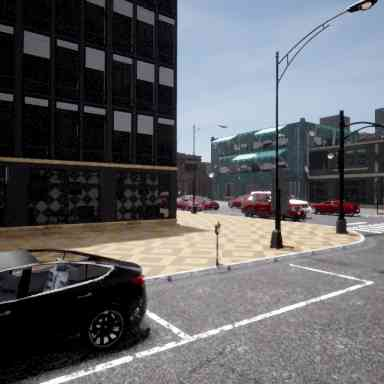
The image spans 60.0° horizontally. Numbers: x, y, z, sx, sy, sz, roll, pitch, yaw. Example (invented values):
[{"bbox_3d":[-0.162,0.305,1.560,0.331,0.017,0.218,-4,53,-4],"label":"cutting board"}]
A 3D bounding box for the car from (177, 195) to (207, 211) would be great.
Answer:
[{"bbox_3d":[-0.729,1.231,33.719,1.802,1.307,4.206,1,0,-36],"label":"car"}]

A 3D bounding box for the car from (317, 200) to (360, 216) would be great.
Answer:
[{"bbox_3d":[12.589,1.371,29.728,1.887,1.381,4.507,1,0,-36],"label":"car"}]

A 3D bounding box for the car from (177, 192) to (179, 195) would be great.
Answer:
[{"bbox_3d":[-0.528,1.101,47.619,2.008,1.369,4.403,1,0,-36],"label":"car"}]

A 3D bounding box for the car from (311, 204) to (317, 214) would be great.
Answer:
[{"bbox_3d":[7.036,1.001,27.496,2.150,2.045,5.566,0,1,-36],"label":"car"}]

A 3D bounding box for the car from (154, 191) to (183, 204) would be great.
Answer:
[{"bbox_3d":[-3.802,0.793,52.091,2.192,1.841,5.009,1,0,-36],"label":"car"}]

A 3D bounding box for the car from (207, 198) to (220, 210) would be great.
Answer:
[{"bbox_3d":[1.086,1.220,35.612,1.994,1.385,4.181,0,1,-36],"label":"car"}]

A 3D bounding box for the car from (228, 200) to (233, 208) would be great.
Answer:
[{"bbox_3d":[6.032,1.130,38.674,1.967,1.590,4.097,1,0,-36],"label":"car"}]

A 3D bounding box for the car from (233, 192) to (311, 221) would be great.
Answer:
[{"bbox_3d":[5.836,1.101,24.773,2.192,1.841,5.009,1,0,-36],"label":"car"}]

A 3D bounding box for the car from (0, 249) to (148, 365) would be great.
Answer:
[{"bbox_3d":[-2.706,1.566,4.624,4.313,1.339,1.947,0,0,-35],"label":"car"}]
